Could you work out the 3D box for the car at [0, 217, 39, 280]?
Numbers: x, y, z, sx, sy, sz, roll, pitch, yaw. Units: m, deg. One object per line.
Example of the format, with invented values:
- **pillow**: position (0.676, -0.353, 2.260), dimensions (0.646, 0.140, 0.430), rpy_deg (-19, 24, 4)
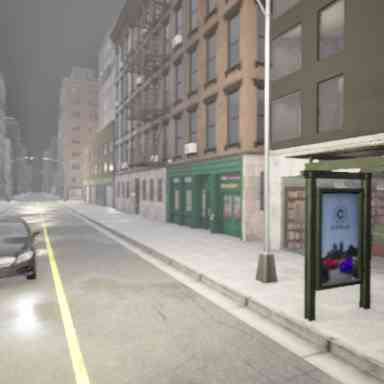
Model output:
- **car**: position (-5.421, 1.473, 9.467), dimensions (1.812, 1.442, 4.674), rpy_deg (0, 0, -25)
